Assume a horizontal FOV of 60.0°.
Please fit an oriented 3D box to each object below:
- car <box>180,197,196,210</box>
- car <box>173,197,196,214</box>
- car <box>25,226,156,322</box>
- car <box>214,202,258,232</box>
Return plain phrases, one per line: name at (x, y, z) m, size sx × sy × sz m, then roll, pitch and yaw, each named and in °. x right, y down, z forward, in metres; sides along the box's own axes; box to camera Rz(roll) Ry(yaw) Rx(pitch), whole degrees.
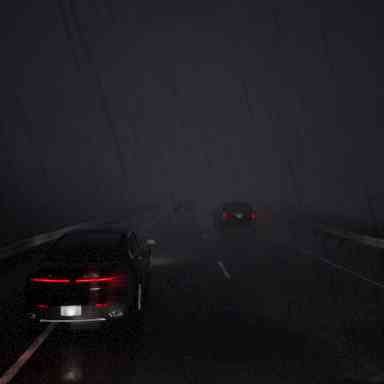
car at (-0.536, 1.504, 45.038) m, size 1.837 × 1.490 × 4.892 m, roll 0°, pitch 0°, yaw 4°
car at (-0.872, 1.525, 35.159) m, size 1.812 × 1.442 × 4.674 m, roll 0°, pitch 0°, yaw 3°
car at (-1.925, 1.505, 7.325) m, size 1.837 × 1.490 × 4.892 m, roll 0°, pitch 0°, yaw -3°
car at (2.509, 1.352, 20.069) m, size 2.097 × 1.767 × 4.553 m, roll 0°, pitch 0°, yaw -1°
